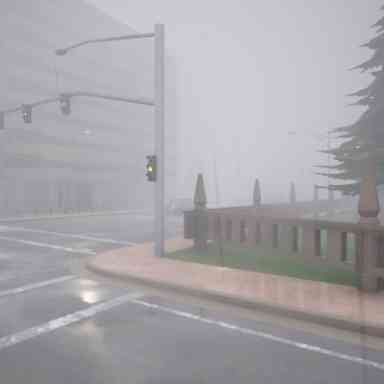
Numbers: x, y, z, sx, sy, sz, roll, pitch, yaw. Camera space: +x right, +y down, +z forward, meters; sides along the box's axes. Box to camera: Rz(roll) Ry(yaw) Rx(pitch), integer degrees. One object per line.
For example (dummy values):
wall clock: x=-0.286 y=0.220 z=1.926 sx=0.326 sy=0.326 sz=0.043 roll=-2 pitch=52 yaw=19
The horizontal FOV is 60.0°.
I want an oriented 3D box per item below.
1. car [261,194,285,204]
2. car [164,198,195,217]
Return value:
car: x=12.706 y=1.281 z=51.994 sx=2.150 sy=2.045 sz=5.566 roll=0 pitch=0 yaw=35
car: x=-1.314 y=1.407 z=32.052 sx=2.097 sy=1.767 sz=4.553 roll=0 pitch=0 yaw=35
